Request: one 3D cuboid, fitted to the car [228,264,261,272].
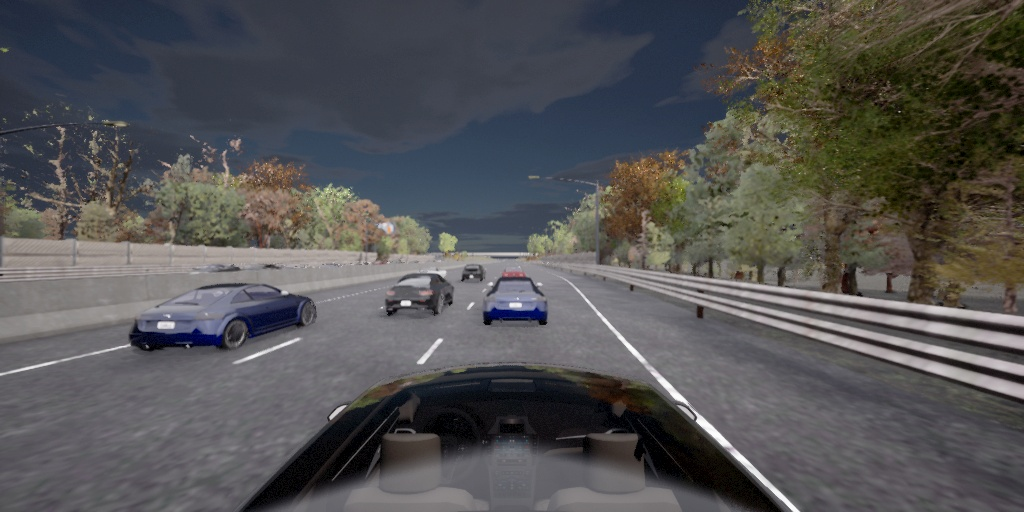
[{"bbox_3d":[-24.549,1.502,34.896,1.837,1.490,4.892,0,-1,0],"label":"car"}]

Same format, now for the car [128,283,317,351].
[{"bbox_3d":[-6.905,1.368,9.171,1.994,1.385,4.181,0,0,0],"label":"car"}]

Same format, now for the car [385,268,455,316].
[{"bbox_3d":[-3.390,1.363,13.786,1.812,1.442,4.674,0,0,0],"label":"car"}]

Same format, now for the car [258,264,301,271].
[{"bbox_3d":[-21.054,1.589,33.733,1.895,1.301,4.718,0,0,0],"label":"car"}]

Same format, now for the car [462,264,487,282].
[{"bbox_3d":[-3.361,1.484,32.228,1.837,1.490,4.892,0,-1,0],"label":"car"}]

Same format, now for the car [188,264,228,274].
[{"bbox_3d":[-27.886,1.479,33.738,2.128,1.511,4.902,0,0,-1],"label":"car"}]

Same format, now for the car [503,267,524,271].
[{"bbox_3d":[0.135,1.568,30.617,1.895,1.301,4.718,0,0,0],"label":"car"}]

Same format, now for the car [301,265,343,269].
[{"bbox_3d":[-17.554,1.544,34.645,2.033,1.411,5.357,0,0,0],"label":"car"}]

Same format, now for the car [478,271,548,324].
[{"bbox_3d":[0.104,1.392,12.282,1.994,1.385,4.181,0,0,0],"label":"car"}]
